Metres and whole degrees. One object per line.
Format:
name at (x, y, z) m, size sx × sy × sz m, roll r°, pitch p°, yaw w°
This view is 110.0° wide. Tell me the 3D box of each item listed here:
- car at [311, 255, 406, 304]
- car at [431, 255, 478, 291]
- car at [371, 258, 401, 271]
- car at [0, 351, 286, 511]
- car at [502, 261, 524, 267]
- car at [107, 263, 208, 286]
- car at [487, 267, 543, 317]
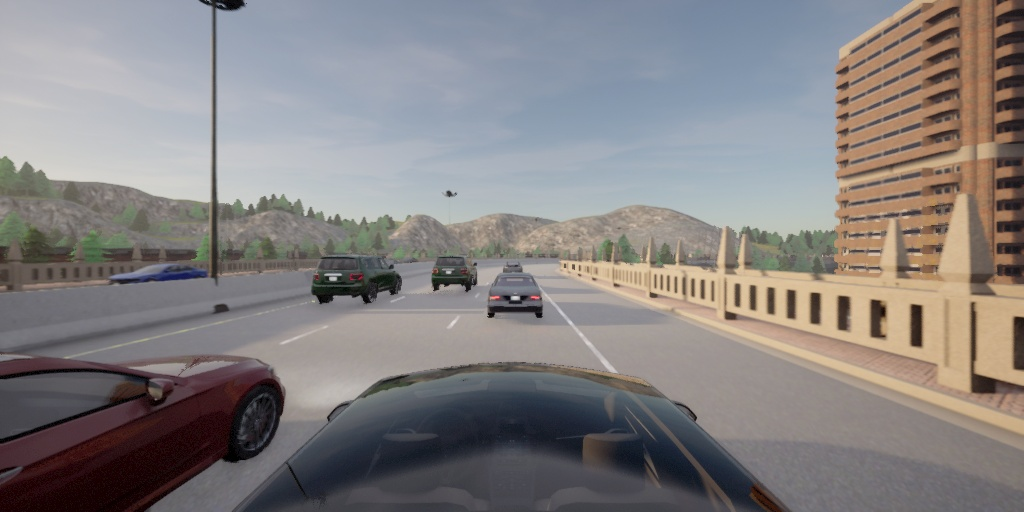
car at (-6.903, 0.972, 16.526) m, size 2.150 × 2.045 × 5.566 m, roll 0°, pitch 0°, yaw 0°
car at (-3.404, 0.972, 21.977) m, size 2.150 × 2.045 × 5.566 m, roll 0°, pitch 0°, yaw 0°
car at (-17.034, 1.102, 48.728) m, size 2.097 × 1.767 × 4.553 m, roll 0°, pitch 0°, yaw 6°
car at (-3.414, 1.276, 2.025) m, size 1.812 × 1.442 × 4.674 m, roll 0°, pitch 0°, yaw 0°
car at (0.100, 1.242, 34.691) m, size 2.128 × 1.511 × 4.902 m, roll 0°, pitch 0°, yaw 0°
car at (-21.095, 1.228, 21.647) m, size 1.882 × 1.535 × 5.008 m, roll 0°, pitch 0°, yaw 0°
car at (0.098, 1.298, 13.143) m, size 2.033 × 1.411 × 5.357 m, roll 0°, pitch 0°, yaw 0°
